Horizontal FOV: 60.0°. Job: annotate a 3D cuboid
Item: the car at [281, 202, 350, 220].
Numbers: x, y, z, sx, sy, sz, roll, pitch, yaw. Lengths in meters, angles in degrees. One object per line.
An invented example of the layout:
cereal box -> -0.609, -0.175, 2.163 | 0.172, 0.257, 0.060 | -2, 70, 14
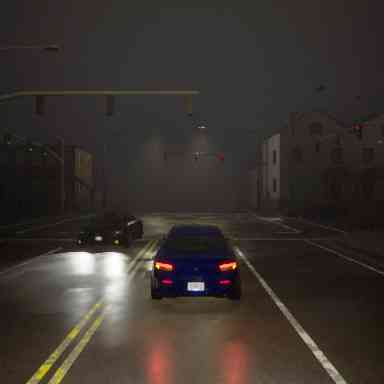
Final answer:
car -> 10.316, 1.549, 27.956 | 5.357, 1.411, 2.033 | 0, 0, 0

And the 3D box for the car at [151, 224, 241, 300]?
car -> 0.087, 1.526, 8.263 | 1.812, 1.442, 4.674 | 0, 0, 0

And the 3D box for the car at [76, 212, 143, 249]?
car -> -3.433, 1.565, 14.542 | 1.994, 1.385, 4.181 | 0, 0, 3
